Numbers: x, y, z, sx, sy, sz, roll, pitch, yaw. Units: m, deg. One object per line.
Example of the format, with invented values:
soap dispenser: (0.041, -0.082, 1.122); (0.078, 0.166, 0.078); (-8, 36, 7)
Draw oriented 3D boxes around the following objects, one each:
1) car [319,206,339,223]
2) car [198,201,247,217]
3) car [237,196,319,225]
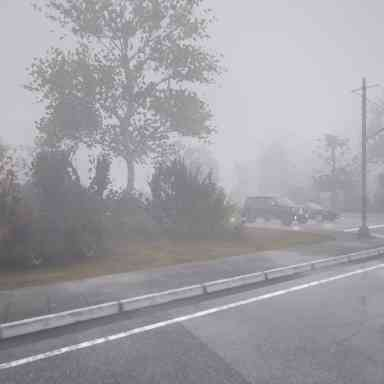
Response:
car: (9.270, 1.566, 26.866); (1.882, 1.535, 5.008); (0, -1, -39)
car: (3.083, 1.705, 34.178); (1.882, 1.535, 5.008); (0, -1, -43)
car: (6.235, 1.316, 25.123); (2.150, 2.045, 5.566); (0, -1, -37)
